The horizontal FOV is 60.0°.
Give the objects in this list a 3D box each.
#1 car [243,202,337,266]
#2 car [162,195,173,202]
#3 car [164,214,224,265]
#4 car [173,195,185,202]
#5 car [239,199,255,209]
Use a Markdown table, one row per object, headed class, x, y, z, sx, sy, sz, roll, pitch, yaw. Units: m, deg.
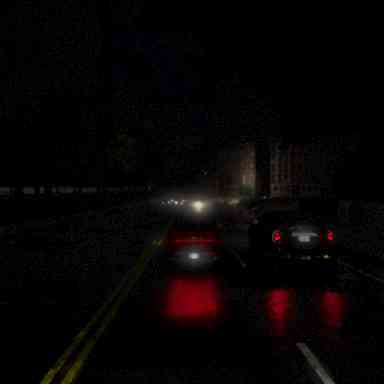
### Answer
| class | x | y | z | sx | sy | sz | roll | pitch | yaw |
| --- | --- | --- | --- | --- | --- | --- | --- | --- | --- |
| car | 3.323 | 1.404 | 11.901 | 2.097 | 1.767 | 4.553 | 0 | 0 | 0 |
| car | -6.478 | 1.669 | 84.596 | 1.882 | 1.535 | 5.008 | 0 | 0 | 0 |
| car | 0.075 | 1.559 | 11.837 | 1.837 | 1.490 | 4.892 | 0 | 0 | 0 |
| car | -3.228 | 1.786 | 84.566 | 1.895 | 1.301 | 4.718 | 0 | 0 | 0 |
| car | 8.068 | 1.710 | 48.103 | 1.812 | 1.442 | 4.674 | 0 | 0 | 24 |
